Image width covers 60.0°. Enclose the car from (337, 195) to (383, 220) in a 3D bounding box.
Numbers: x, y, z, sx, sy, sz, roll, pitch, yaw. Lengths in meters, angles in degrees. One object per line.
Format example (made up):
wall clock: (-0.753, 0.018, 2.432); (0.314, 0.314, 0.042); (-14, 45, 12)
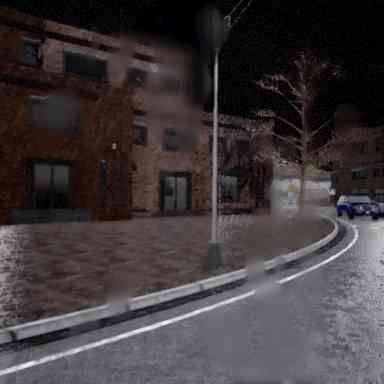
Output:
car: (14.306, 1.253, 28.944); (2.150, 2.045, 5.566); (0, 0, 9)
